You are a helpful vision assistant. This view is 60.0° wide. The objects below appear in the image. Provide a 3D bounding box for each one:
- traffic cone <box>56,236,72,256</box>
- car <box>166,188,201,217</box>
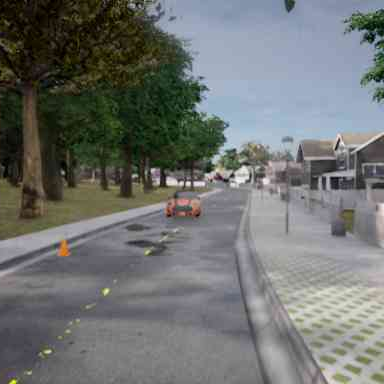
[{"bbox_3d":[-3.940,1.636,10.242,0.340,0.580,0.340,0,2,6],"label":"traffic cone"},{"bbox_3d":[-0.475,0.666,22.276,2.097,1.767,4.553,0,2,3],"label":"car"}]
